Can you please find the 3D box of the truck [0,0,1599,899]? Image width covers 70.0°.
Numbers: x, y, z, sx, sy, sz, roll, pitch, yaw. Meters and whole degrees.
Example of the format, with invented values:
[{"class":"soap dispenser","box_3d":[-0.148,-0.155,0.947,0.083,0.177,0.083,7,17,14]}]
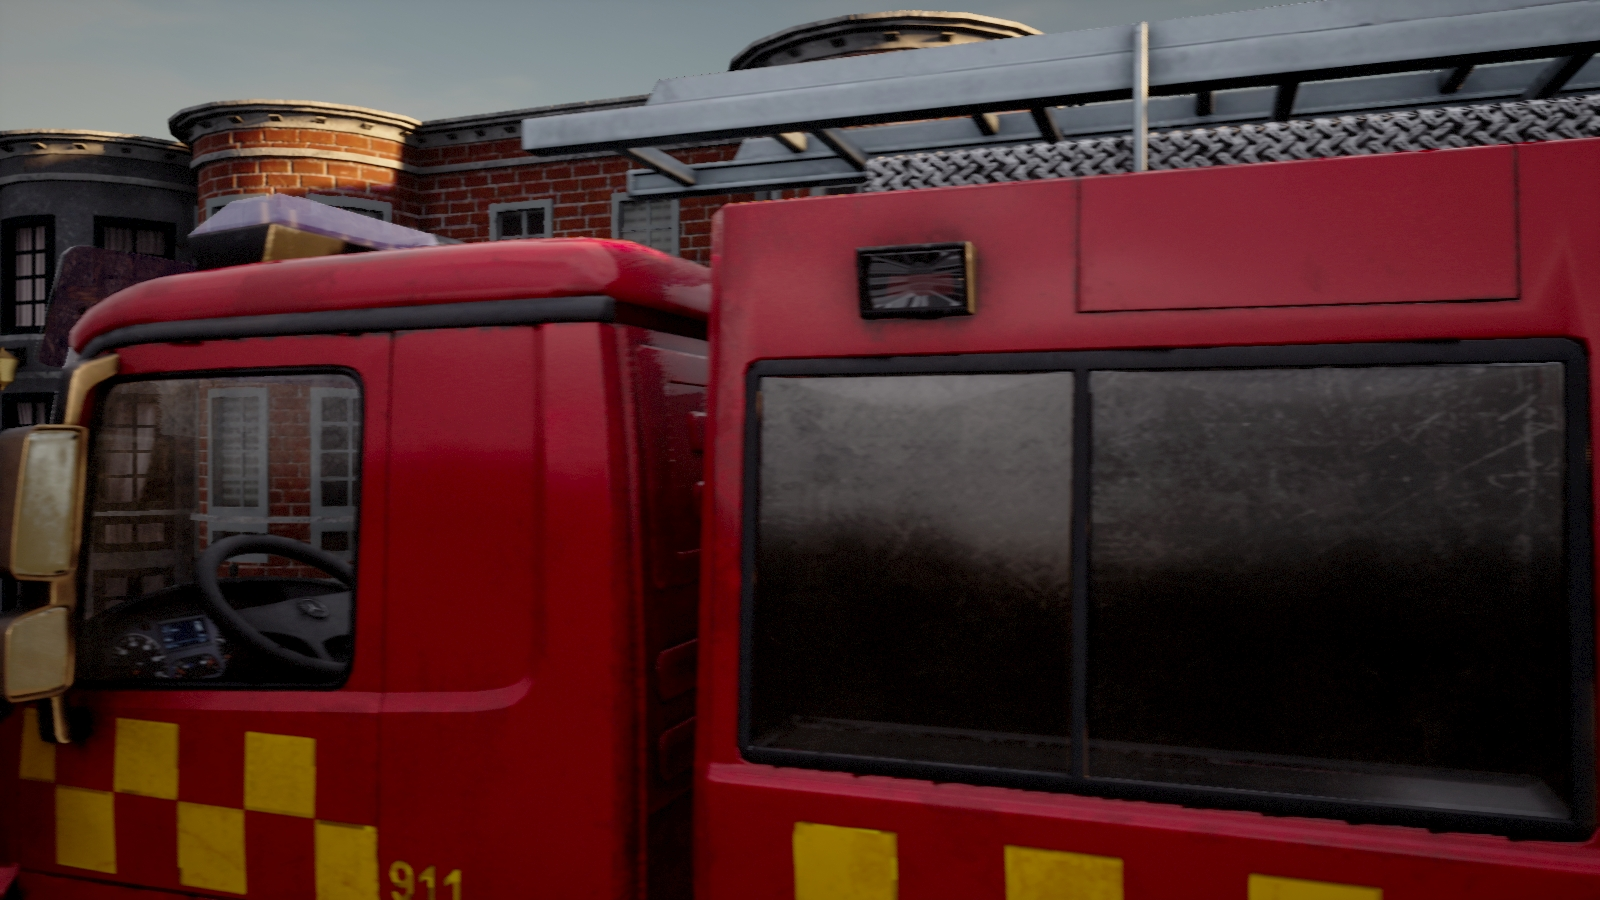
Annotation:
[{"class":"truck","box_3d":[1.926,0.671,3.186,8.468,3.827,2.891,0,0,19]}]
